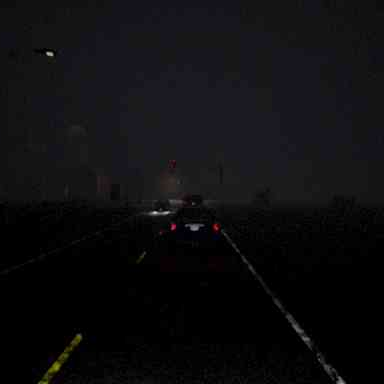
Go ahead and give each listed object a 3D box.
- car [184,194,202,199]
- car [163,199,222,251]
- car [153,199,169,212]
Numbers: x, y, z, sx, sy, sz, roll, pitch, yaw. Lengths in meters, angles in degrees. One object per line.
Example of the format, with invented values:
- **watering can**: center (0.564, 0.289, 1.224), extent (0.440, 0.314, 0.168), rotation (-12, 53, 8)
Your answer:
- **car**: center (0.106, 1.247, 33.888), extent (2.150, 2.045, 5.566), rotation (0, 0, 0)
- **car**: center (0.101, 1.366, 14.352), extent (2.097, 1.767, 4.553), rotation (0, 0, 0)
- **car**: center (-3.494, 1.576, 40.010), extent (2.033, 1.411, 5.357), rotation (0, 0, 0)
